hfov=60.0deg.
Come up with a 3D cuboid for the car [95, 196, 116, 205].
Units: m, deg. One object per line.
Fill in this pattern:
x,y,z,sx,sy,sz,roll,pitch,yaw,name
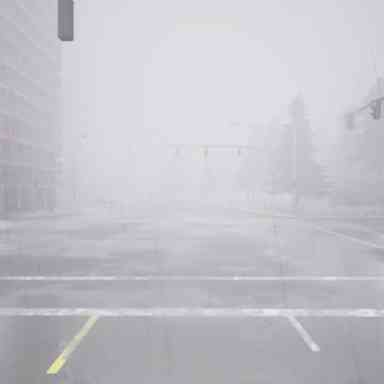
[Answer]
-14.891,1.481,57.091,4.674,1.442,1.812,1,1,44,car
